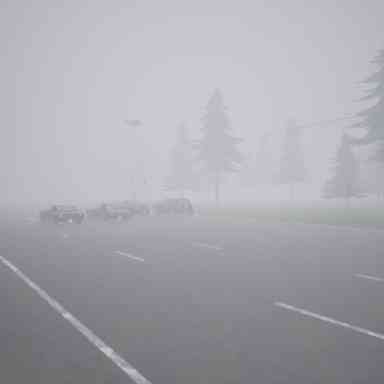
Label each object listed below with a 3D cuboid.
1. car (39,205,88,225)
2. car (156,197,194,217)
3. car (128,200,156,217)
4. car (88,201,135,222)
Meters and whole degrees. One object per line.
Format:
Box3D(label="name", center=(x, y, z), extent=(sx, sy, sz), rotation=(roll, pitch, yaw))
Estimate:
Box3D(label="car", center=(-9.338, 1.562, 23.537), extent=(1.895, 1.301, 4.718), rotation=(0, 0, -38))
Box3D(label="car", center=(-1.839, 1.290, 30.979), extent=(2.097, 1.767, 4.553), rotation=(0, 0, -38))
Box3D(label="car", center=(-5.458, 1.470, 29.887), extent=(1.812, 1.442, 4.674), rotation=(0, 0, -39))
Box3D(label="car", center=(-6.596, 1.555, 25.715), extent=(1.895, 1.301, 4.718), rotation=(0, 0, -38))
